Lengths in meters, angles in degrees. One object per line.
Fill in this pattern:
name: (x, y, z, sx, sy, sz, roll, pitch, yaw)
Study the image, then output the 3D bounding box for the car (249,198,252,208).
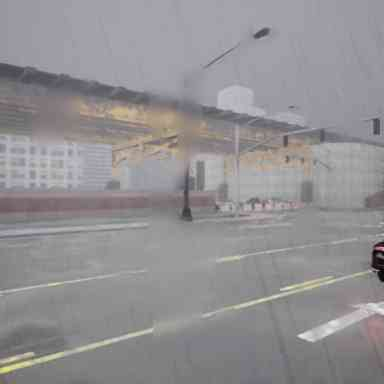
car: (4.624, 1.508, 41.763, 4.974, 1.542, 2.038, 0, 0, 8)

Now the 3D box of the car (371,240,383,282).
car: (6.474, 1.512, 8.426, 4.902, 1.511, 2.128, 0, 0, -35)

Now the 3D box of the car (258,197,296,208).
car: (12.281, 1.528, 48.206, 4.974, 1.542, 2.038, 0, 0, -7)

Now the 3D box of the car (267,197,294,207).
car: (12.230, 1.371, 48.199, 4.536, 1.218, 1.853, 0, 0, -7)

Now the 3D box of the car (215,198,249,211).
car: (4.573, 1.351, 41.770, 4.536, 1.218, 1.853, 0, 0, 8)

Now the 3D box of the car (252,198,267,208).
car: (8.370, 1.518, 44.447, 2.038, 1.542, 4.974, 0, 0, 18)

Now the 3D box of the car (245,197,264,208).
car: (8.386, 1.360, 44.497, 1.853, 1.218, 4.536, 0, 0, 18)
